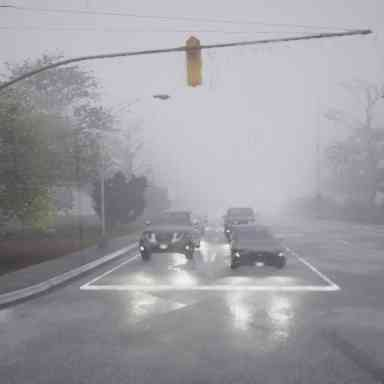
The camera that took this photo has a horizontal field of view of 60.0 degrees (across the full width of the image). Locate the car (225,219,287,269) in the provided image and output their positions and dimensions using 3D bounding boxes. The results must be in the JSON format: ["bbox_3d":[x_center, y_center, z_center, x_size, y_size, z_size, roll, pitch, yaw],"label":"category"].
[{"bbox_3d":[2.435,2.023,13.282,2.033,1.411,5.357,-2,-2,6],"label":"car"}]

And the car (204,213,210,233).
[{"bbox_3d":[0.088,2.529,25.677,2.128,1.511,4.902,-2,-2,5],"label":"car"}]

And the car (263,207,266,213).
[{"bbox_3d":[17.032,4.806,83.855,1.895,1.301,4.718,-2,-3,13],"label":"car"}]

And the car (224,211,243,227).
[{"bbox_3d":[4.431,2.874,35.941,1.812,1.442,4.674,-2,-2,5],"label":"car"}]

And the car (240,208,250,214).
[{"bbox_3d":[13.398,4.828,83.568,2.033,1.411,5.357,-2,-3,13],"label":"car"}]

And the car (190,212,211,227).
[{"bbox_3d":[1.029,3.048,37.274,2.033,1.411,5.357,-2,-2,4],"label":"car"}]

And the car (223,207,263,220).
[{"bbox_3d":[3.398,2.074,23.403,2.150,2.045,5.566,-2,-2,5],"label":"car"}]

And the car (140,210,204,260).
[{"bbox_3d":[-0.832,1.889,15.813,2.150,2.045,5.566,-2,-2,6],"label":"car"}]
